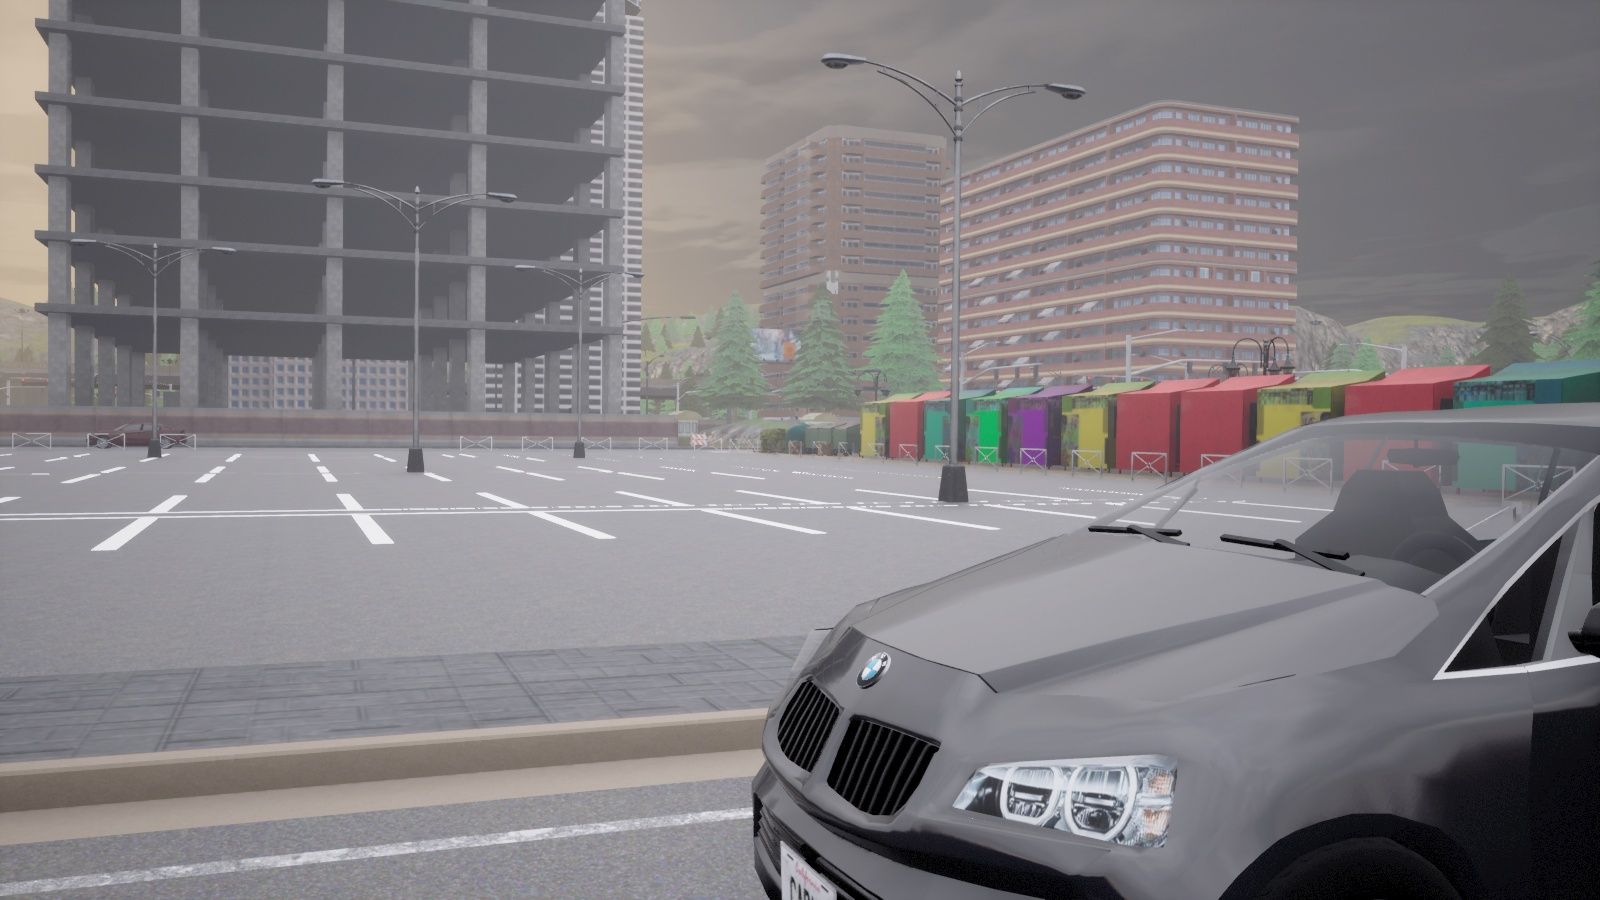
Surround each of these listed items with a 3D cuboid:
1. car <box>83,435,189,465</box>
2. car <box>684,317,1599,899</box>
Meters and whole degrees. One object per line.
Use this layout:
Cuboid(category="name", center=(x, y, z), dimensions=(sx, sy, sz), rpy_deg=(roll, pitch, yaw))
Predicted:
Cuboid(category="car", center=(-36.933, -0.019, 69.992), dimensions=(5.008, 1.535, 1.882), rpy_deg=(-1, 1, -23))
Cuboid(category="car", center=(2.168, 0.553, 4.061), dimensions=(4.611, 1.667, 2.242), rpy_deg=(-1, 1, -21))
